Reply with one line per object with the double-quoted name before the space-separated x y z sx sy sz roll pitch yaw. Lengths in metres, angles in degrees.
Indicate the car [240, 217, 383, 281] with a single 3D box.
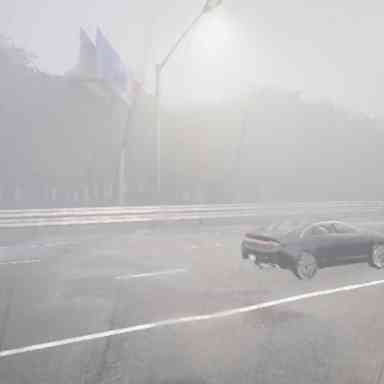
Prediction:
"car" 3.733 1.496 9.780 4.902 1.511 2.128 0 -1 -27
